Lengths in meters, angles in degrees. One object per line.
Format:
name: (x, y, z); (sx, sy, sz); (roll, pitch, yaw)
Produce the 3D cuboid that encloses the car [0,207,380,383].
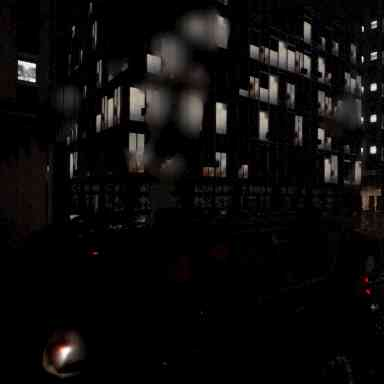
car: (-0.570, 1.220, 2.973); (5.566, 2.045, 2.150); (0, 0, -36)
